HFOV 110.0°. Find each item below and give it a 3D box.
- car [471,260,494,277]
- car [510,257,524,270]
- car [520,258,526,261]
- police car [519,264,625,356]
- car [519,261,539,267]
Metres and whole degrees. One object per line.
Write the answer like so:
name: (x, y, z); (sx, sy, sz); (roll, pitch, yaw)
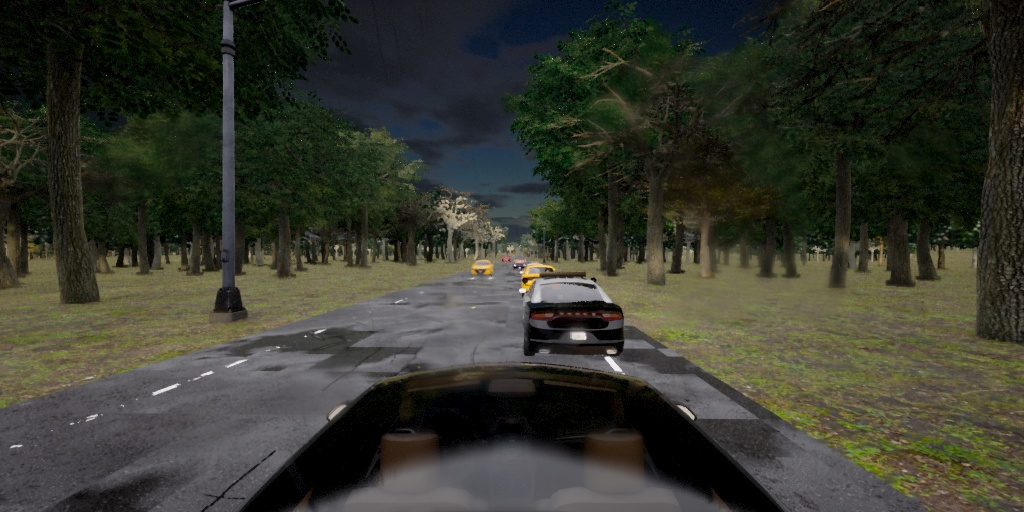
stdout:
car: (-2.845, 1.161, 35.332); (1.882, 1.535, 5.008); (0, 0, 1)
car: (1.087, 1.228, 48.591); (1.895, 1.301, 4.718); (0, 0, 2)
car: (1.570, 1.172, 24.806); (1.801, 1.575, 5.366); (0, 0, 1)
police car: (1.208, 1.170, 8.728); (1.930, 1.638, 5.238); (0, 0, 1)
car: (1.431, 1.208, 18.618); (1.882, 1.535, 5.008); (0, 0, 1)
